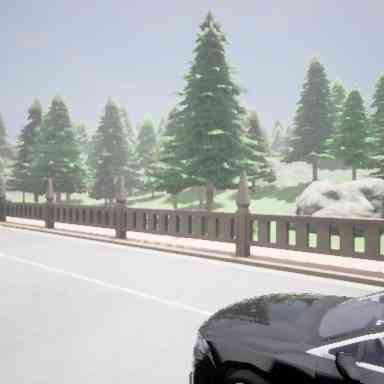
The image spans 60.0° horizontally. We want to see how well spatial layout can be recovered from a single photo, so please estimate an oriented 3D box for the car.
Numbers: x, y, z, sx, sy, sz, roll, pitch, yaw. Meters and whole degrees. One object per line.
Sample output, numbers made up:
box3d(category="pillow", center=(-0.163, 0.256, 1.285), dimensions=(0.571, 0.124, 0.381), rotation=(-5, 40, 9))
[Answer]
box3d(category="car", center=(2.184, 1.495, 2.506), dimensions=(4.902, 1.511, 2.128), rotation=(0, 0, 39))
